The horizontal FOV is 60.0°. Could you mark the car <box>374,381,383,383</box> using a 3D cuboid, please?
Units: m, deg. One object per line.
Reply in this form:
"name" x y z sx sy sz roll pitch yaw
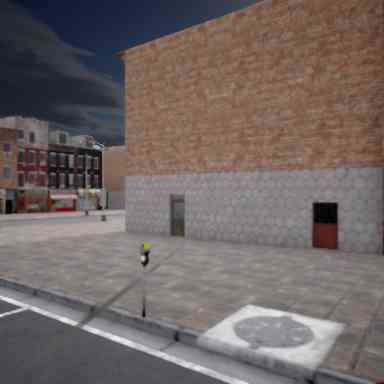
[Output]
"car" 2.690 1.528 0.876 4.507 1.381 1.887 -1 0 36
